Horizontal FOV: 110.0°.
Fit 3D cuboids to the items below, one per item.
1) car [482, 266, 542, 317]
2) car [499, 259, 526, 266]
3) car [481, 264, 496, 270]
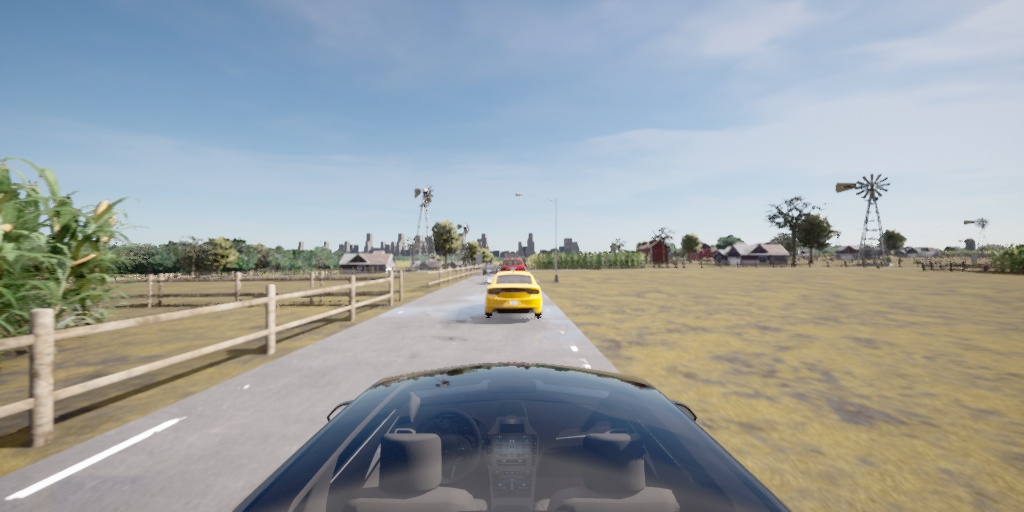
[{"bbox_3d":[0.064,1.313,13.620,1.882,1.535,5.008,0,0,0],"label":"car"},{"bbox_3d":[0.072,1.250,31.393,2.150,2.045,5.566,0,-1,0],"label":"car"},{"bbox_3d":[-2.855,1.769,46.733,2.128,1.511,4.902,0,-1,0],"label":"car"}]
